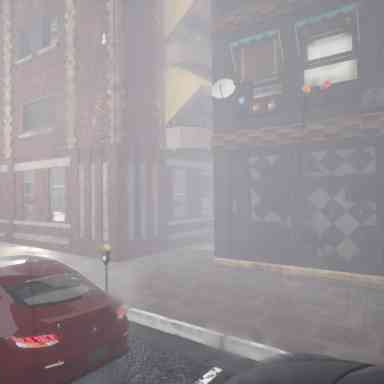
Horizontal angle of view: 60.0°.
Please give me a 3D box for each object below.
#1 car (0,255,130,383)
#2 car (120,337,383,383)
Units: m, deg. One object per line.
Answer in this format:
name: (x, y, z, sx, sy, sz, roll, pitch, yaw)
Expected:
car: (-2.703, 1.583, 4.762, 4.206, 1.307, 1.802, 0, -1, 35)
car: (1.909, 1.566, 1.487, 4.313, 1.339, 1.947, 0, -1, 35)
